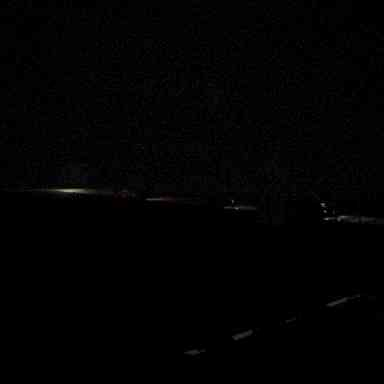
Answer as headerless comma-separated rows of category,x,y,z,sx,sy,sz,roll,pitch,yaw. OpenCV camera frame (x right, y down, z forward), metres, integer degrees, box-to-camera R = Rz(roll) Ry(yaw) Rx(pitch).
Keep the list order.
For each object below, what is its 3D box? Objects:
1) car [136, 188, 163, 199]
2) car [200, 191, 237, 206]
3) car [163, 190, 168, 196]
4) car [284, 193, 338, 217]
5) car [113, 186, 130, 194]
car,-6.797,0.135,49.770,1.837,1.490,4.892,-3,3,-35
car,2.782,0.656,36.195,2.128,1.511,4.902,-3,4,-35
car,-5.864,0.015,53.494,1.895,1.301,4.718,-3,4,-35
car,9.392,0.898,26.877,2.097,1.767,4.553,-3,4,-35
car,-13.792,-0.498,64.665,2.128,1.511,4.902,-3,4,-35
